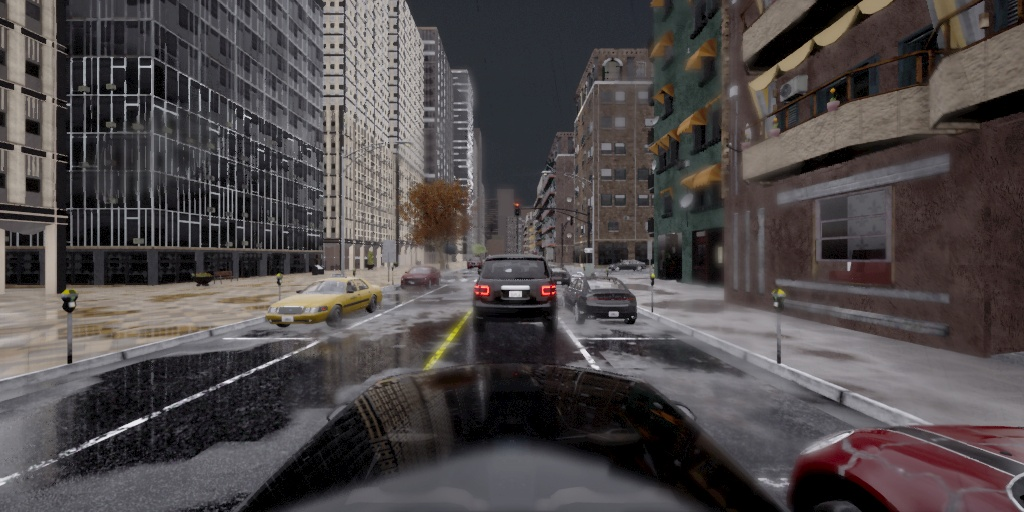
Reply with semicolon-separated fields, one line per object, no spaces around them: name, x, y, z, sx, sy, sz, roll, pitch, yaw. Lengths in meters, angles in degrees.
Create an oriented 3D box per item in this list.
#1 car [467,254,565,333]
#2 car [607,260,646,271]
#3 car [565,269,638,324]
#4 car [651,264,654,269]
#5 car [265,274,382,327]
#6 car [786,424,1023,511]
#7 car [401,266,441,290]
car;0.093;0.972;10.942;2.150;2.045;5.566;0;0;0
car;13.447;1.109;42.143;4.403;1.370;2.007;0;0;-1
car;2.692;1.301;11.664;2.007;1.370;4.403;0;0;0
car;18.844;1.006;42.196;4.829;1.417;1.751;0;0;-1
car;-5.689;1.276;11.498;1.751;1.417;4.829;0;0;0
car;2.688;1.190;0.600;1.967;1.591;4.097;0;0;0
car;-5.685;1.299;22.733;1.888;1.381;4.507;0;0;0
